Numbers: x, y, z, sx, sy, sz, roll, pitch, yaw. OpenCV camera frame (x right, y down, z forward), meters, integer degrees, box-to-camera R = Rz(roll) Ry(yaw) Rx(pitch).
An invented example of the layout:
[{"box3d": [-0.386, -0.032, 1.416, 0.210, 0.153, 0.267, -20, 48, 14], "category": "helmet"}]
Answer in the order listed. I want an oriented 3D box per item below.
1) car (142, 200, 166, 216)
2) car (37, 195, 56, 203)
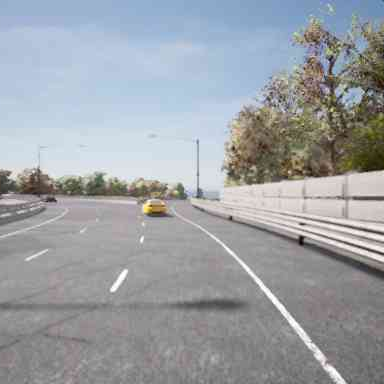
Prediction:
[{"box3d": [-3.788, 1.494, 32.894, 1.882, 1.535, 5.008, 0, 0, -14], "category": "car"}, {"box3d": [-31.290, 1.342, 72.107, 2.097, 1.767, 4.553, 0, 0, -42], "category": "car"}]
